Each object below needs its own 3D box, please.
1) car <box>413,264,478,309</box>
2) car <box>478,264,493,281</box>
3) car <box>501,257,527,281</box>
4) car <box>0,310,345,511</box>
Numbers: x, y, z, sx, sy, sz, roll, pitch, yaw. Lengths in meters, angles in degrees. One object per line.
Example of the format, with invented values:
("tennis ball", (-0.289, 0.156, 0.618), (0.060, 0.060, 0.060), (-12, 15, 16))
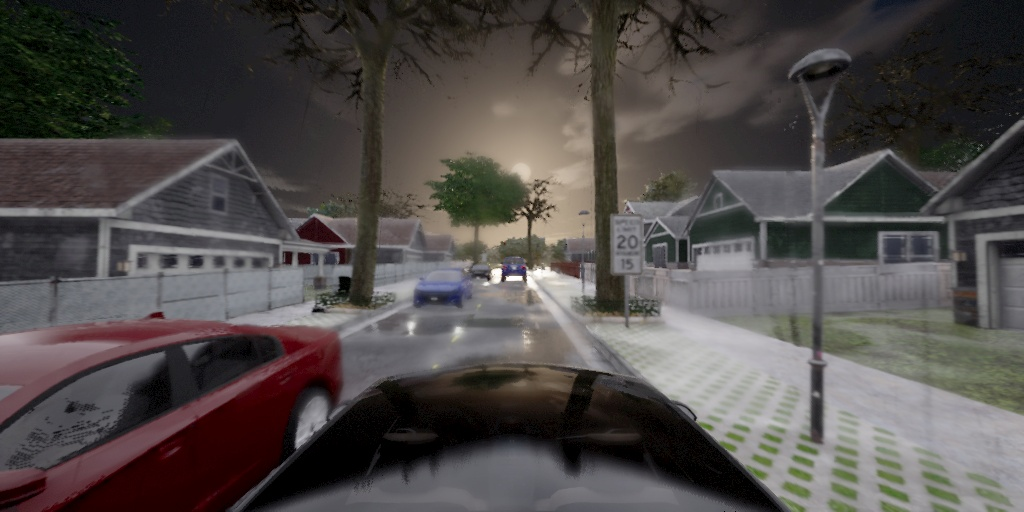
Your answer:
("car", (-2.798, 1.255, 15.446), (1.882, 1.535, 5.008), (0, 0, 0))
("car", (-2.704, 1.446, 32.021), (2.033, 1.411, 5.357), (0, -1, 1))
("car", (0.183, 1.132, 31.913), (2.150, 2.045, 5.566), (0, -1, 0))
("car", (-2.879, 1.210, 2.048), (1.882, 1.535, 5.008), (0, 0, 1))
